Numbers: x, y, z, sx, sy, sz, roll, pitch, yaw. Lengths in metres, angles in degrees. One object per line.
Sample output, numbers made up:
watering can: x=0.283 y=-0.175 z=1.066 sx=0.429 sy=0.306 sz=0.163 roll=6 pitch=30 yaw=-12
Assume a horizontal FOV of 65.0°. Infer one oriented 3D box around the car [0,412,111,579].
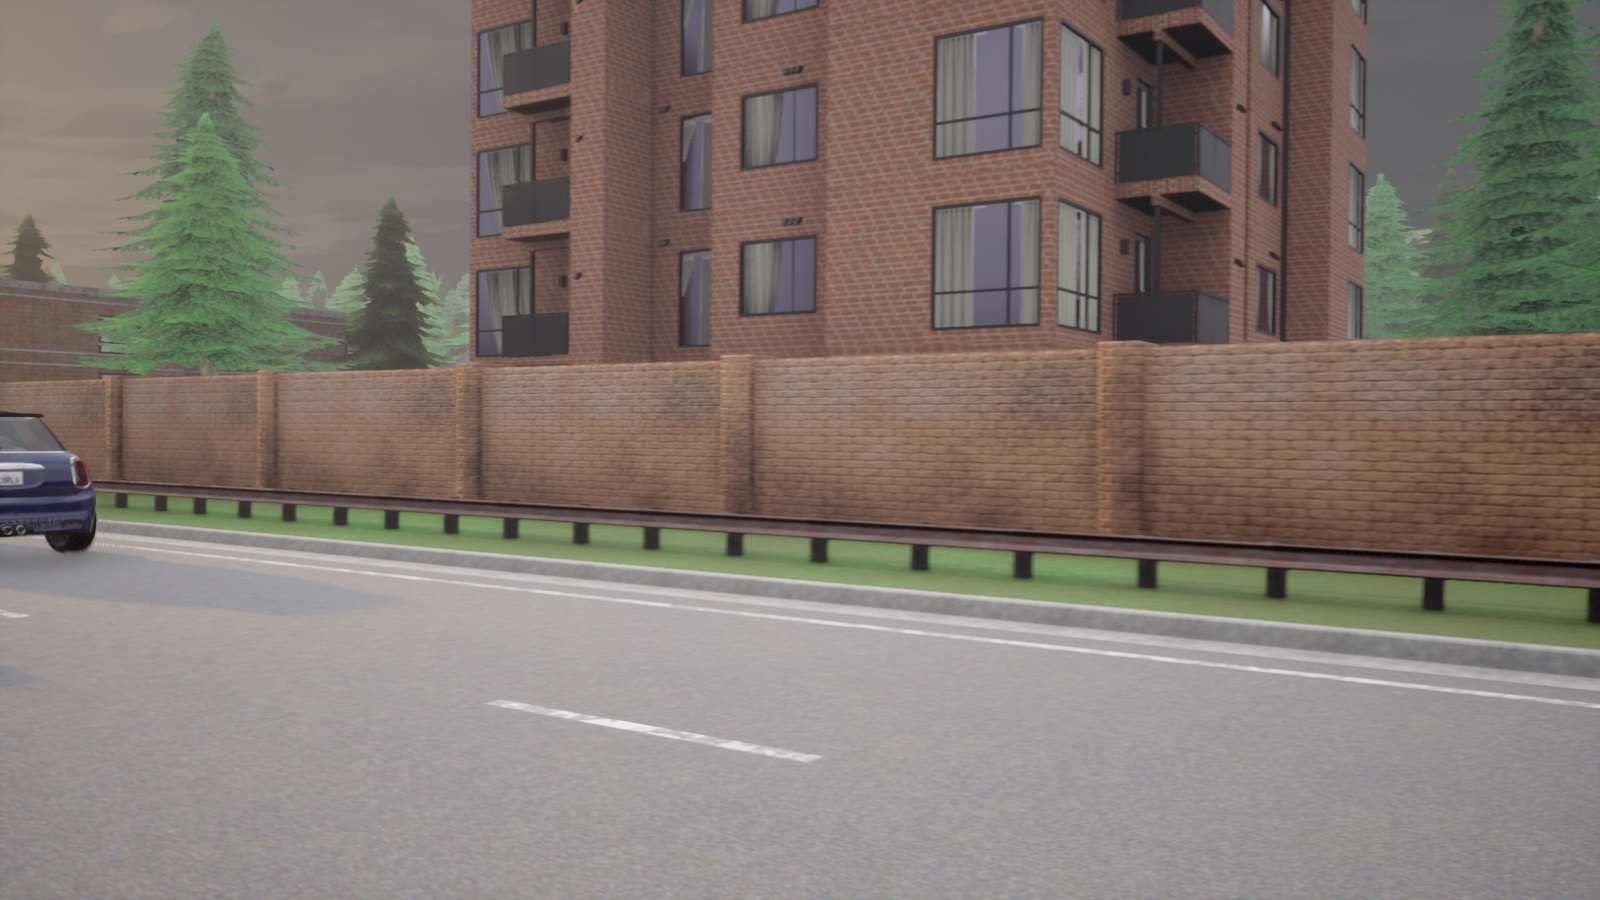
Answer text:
car: x=-10.344 y=0.483 z=14.694 sx=4.553 sy=1.767 sz=2.097 roll=0 pitch=1 yaw=34
